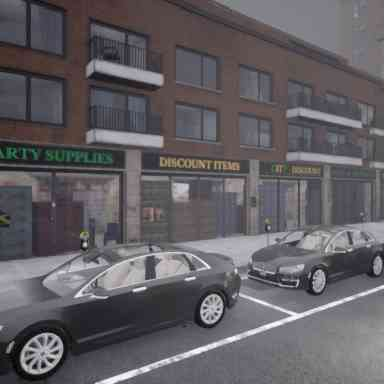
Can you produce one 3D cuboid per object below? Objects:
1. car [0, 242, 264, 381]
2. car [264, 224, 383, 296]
[{"bbox_3d":[-1.158,1.551,5.362,4.403,1.369,2.008,0,0,-35],"label":"car"},{"bbox_3d":[3.335,1.550,8.565,4.403,1.369,2.008,0,0,-35],"label":"car"}]
